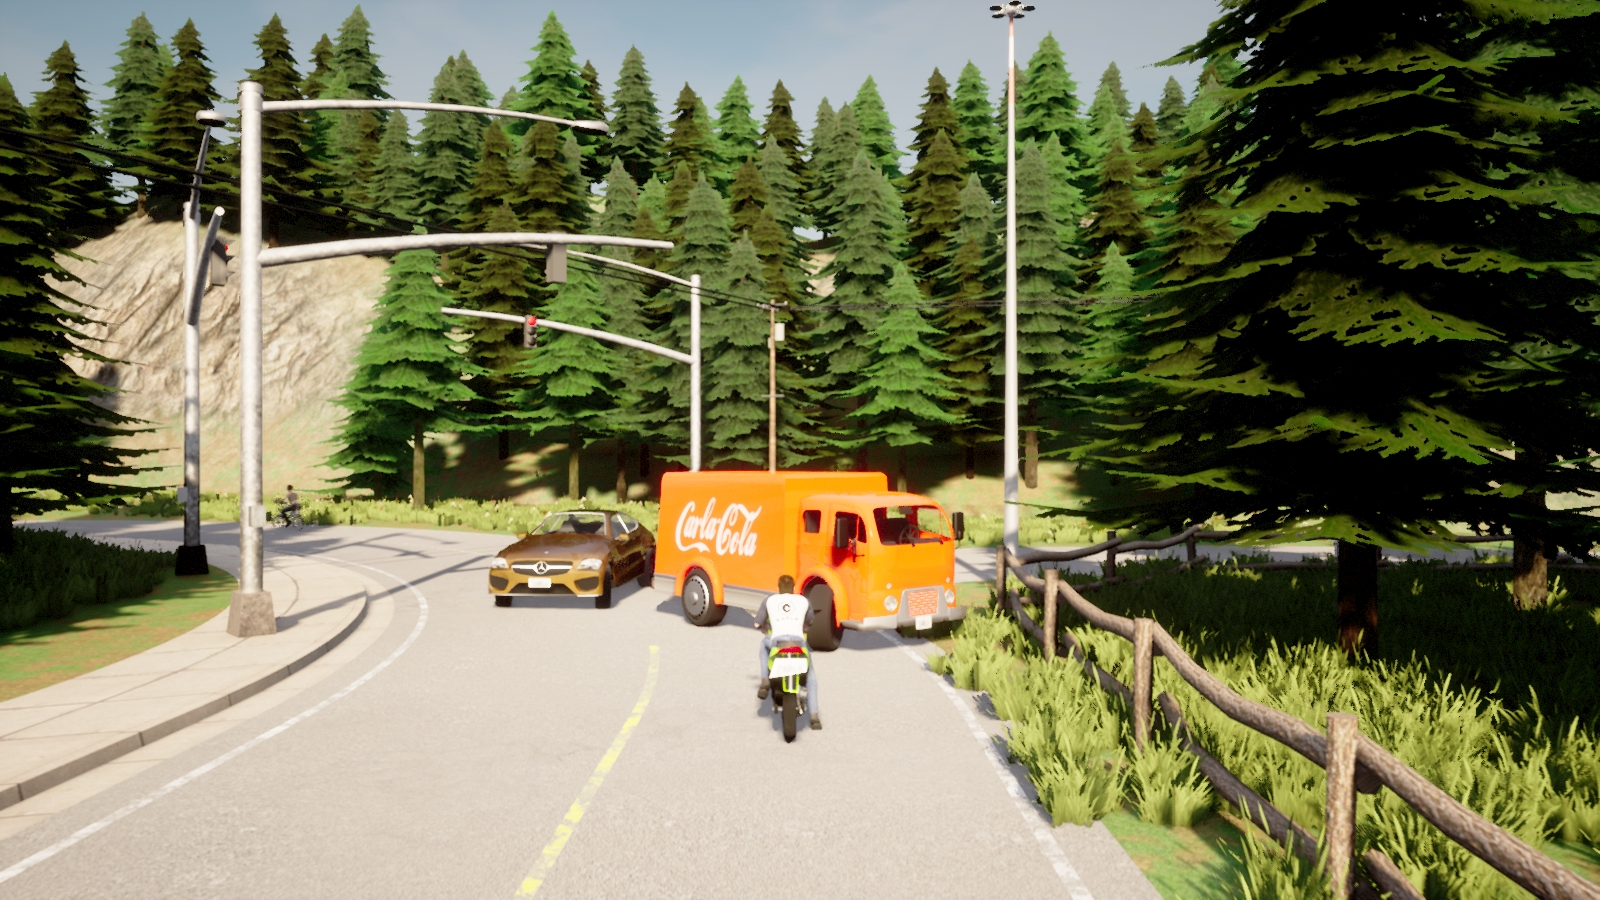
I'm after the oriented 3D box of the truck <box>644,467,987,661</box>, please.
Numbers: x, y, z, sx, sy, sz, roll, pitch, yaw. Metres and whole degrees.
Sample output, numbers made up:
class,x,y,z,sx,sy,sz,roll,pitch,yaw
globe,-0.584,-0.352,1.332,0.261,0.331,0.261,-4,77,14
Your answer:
class,x,y,z,sx,sy,sz,roll,pitch,yaw
truck,0.071,1.537,17.865,2.627,2.467,5.204,0,0,-39

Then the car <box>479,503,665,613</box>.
class,x,y,z,sx,sy,sz,roll,pitch,yaw
car,-4.214,1.964,22.090,2.152,1.651,5.027,0,0,6

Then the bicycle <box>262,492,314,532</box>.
class,x,y,z,sx,sy,sz,roll,pitch,yaw
bicycle,-17.592,2.120,39.288,1.487,1.276,0.859,0,0,25

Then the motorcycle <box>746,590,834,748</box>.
class,x,y,z,sx,sy,sz,roll,pitch,yaw
motorcycle,-0.139,2.156,11.620,0.803,1.199,2.033,0,0,-3
